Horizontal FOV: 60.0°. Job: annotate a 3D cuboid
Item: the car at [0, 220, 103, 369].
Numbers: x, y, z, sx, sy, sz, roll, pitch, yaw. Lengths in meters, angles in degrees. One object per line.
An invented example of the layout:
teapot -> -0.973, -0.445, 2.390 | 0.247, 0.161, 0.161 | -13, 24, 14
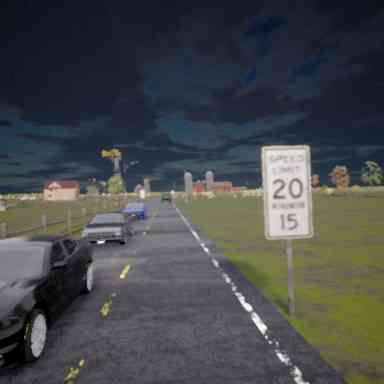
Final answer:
car -> -3.176, 1.595, 6.148 | 1.882, 1.535, 5.008 | -2, 0, -5

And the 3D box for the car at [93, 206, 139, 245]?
car -> -4.002, 1.695, 16.469 | 2.033, 1.411, 5.357 | -2, 0, -5

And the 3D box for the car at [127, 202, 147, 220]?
car -> -5.082, 1.665, 30.153 | 1.882, 1.535, 5.008 | -2, 0, -5

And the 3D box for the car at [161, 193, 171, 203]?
car -> -5.704, 1.287, 73.136 | 2.150, 2.045, 5.566 | -2, 0, -5
